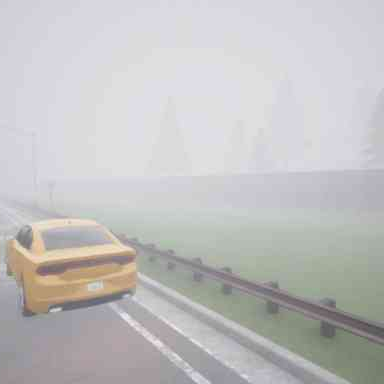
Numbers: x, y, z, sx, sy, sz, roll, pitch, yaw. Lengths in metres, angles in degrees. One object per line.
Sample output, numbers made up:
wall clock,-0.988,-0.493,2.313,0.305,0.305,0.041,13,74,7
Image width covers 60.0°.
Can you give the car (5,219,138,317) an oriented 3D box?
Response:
car,-2.919,1.332,7.405,1.882,1.535,5.008,-1,1,-33
